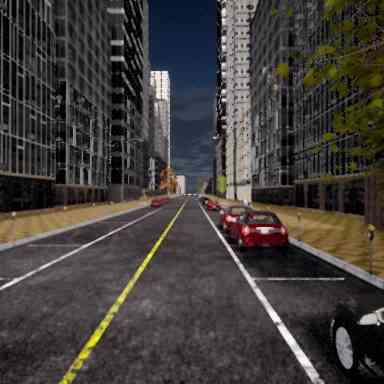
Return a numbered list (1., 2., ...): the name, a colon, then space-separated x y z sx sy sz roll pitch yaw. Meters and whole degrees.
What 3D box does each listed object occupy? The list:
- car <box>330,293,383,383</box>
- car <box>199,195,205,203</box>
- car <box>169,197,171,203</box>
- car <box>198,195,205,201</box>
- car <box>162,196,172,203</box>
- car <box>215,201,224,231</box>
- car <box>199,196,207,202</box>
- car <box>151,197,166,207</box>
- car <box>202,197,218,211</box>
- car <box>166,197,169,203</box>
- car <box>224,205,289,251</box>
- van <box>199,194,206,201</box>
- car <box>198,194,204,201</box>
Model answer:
1. car: 2.691 1.560 2.799 2.008 1.369 4.403 0 0 0
2. car: 2.684 1.699 59.723 1.947 1.339 4.313 0 0 0
3. car: -5.698 1.692 71.114 1.887 1.381 4.507 0 0 0
4. car: 2.680 1.609 93.877 1.967 1.590 4.097 0 0 0
5. car: -5.699 1.720 76.807 1.947 1.339 4.313 0 0 0
6. car: 2.689 1.494 19.876 1.967 1.590 4.097 0 0 0
7. car: 2.681 1.726 82.491 1.947 1.339 4.313 0 0 0
8. car: -5.695 1.669 54.036 1.887 1.381 4.507 0 0 0
9. car: 2.687 1.650 42.646 1.887 1.381 4.507 0 0 0
10. car: -5.696 1.714 59.730 1.802 1.307 4.206 0 0 0
11. car: 2.690 1.480 14.184 1.967 1.590 4.097 0 0 0
12. van: 2.681 1.506 88.186 1.690 1.788 3.998 0 0 0
13. car: 2.683 1.714 71.107 1.947 1.339 4.313 0 0 0
